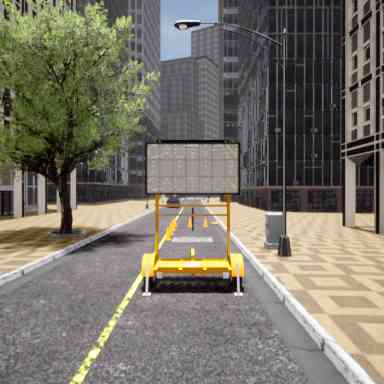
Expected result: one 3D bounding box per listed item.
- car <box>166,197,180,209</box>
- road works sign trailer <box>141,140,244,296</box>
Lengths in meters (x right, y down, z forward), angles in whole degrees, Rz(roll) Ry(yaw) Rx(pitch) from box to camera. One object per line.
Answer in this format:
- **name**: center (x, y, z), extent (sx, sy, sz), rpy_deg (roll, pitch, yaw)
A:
- **car**: center (-2.651, 1.510, 47.105), extent (1.882, 1.535, 5.008), rpy_deg (0, 0, 0)
- **road works sign trailer**: center (0.018, 0.462, 8.620), extent (2.380, 3.560, 2.880), rpy_deg (0, 0, 0)
